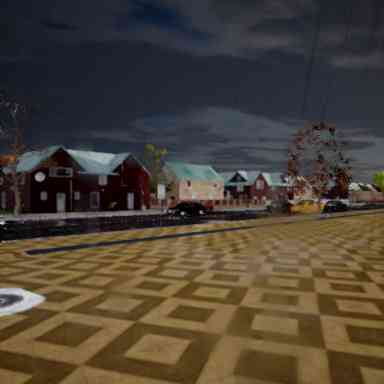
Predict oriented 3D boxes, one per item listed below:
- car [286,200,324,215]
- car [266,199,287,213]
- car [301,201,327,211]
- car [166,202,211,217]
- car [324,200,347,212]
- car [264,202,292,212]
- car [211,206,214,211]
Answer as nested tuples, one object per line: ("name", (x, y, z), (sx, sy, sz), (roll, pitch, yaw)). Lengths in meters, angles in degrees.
("car", (14.081, 1.936, 41.148), (1.882, 1.535, 5.008), (0, -1, 44))
("car", (11.933, 1.832, 43.618), (2.097, 1.767, 4.553), (0, -1, 44))
("car", (18.650, 2.100, 50.837), (1.882, 1.535, 5.008), (0, -1, 43))
("car", (-0.572, 1.802, 35.271), (1.837, 1.490, 4.892), (0, -1, 43))
("car", (20.999, 1.958, 48.592), (2.097, 1.767, 4.553), (0, -1, 43))
("car", (12.836, 2.209, 49.394), (1.895, 1.301, 4.718), (0, -1, 43))
("car", (0.505, 1.981, 41.155), (1.895, 1.301, 4.718), (0, -1, 43))
